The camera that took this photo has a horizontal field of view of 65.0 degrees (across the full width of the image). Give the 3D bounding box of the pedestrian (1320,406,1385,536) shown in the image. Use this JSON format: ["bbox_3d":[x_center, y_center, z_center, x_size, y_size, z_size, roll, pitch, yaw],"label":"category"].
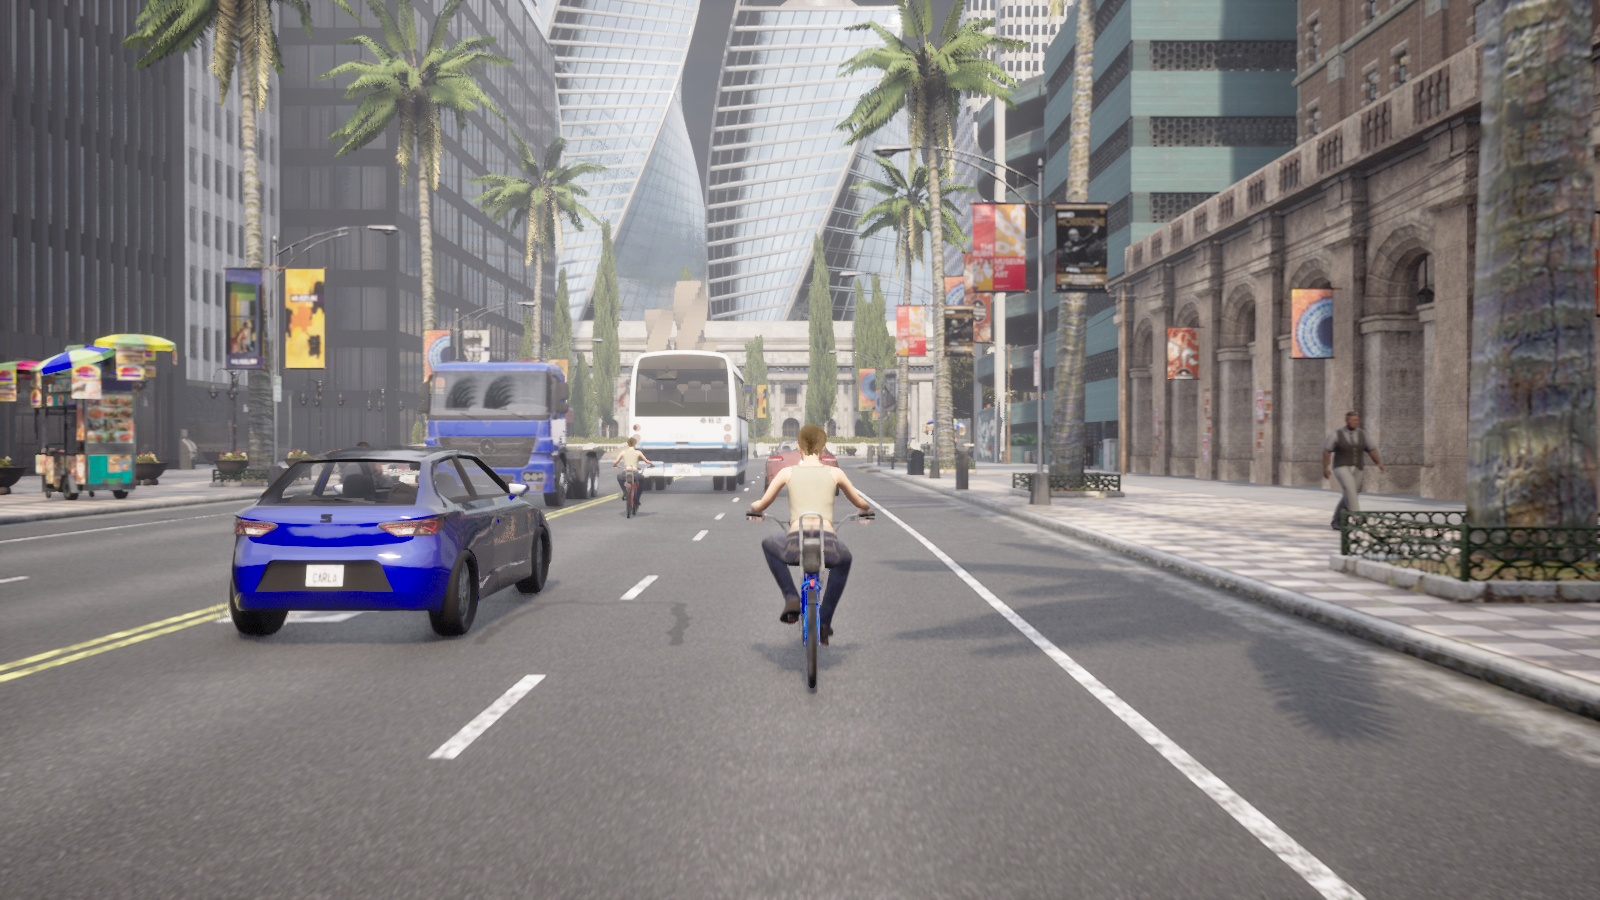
[{"bbox_3d":[8.211,0.307,18.687,0.563,1.883,0.849,0,0,-3],"label":"pedestrian"}]

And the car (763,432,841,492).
[{"bbox_3d":[0.043,0.320,37.088,2.152,1.651,5.027,0,0,0],"label":"car"}]

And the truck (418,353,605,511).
[{"bbox_3d":[-6.923,-0.415,31.446,2.891,3.462,7.936,0,0,0],"label":"truck"}]

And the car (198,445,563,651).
[{"bbox_3d":[-3.422,0.696,11.146,1.816,1.474,4.193,0,0,0],"label":"car"}]

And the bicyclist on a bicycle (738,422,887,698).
[{"bbox_3d":[0.071,0.639,8.072,0.866,1.612,1.509,0,0,0],"label":"bicyclist on a bicycle"}]

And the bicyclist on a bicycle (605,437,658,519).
[{"bbox_3d":[-3.386,0.540,25.368,0.866,1.612,1.509,0,0,0],"label":"bicyclist on a bicycle"}]

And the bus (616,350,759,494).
[{"bbox_3d":[-3.486,-0.866,42.249,3.944,4.253,10.273,0,0,0],"label":"bus"}]
